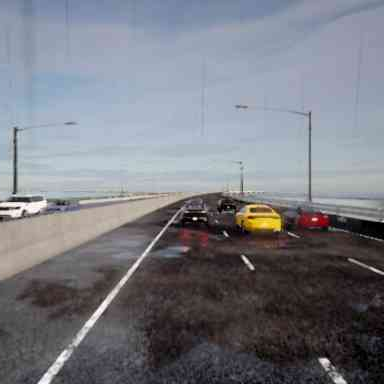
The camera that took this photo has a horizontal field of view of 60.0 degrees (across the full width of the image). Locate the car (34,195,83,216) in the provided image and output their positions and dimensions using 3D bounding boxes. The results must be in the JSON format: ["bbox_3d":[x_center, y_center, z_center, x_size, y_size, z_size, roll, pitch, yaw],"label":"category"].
[{"bbox_3d":[-10.374,1.355,26.756,2.097,1.767,4.553,0,0,1],"label":"car"}]

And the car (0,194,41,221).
[{"bbox_3d":[-13.865,1.213,27.281,2.150,2.045,5.566,0,0,1],"label":"car"}]

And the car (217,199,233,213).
[{"bbox_3d":[3.867,1.482,37.790,1.882,1.535,5.008,0,0,1],"label":"car"}]

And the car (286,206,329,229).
[{"bbox_3d":[7.191,1.570,21.472,1.994,1.385,4.181,0,0,0],"label":"car"}]

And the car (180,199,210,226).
[{"bbox_3d":[0.209,1.496,23.657,2.128,1.511,4.902,0,0,0],"label":"car"}]

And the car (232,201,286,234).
[{"bbox_3d":[3.673,1.483,19.181,1.882,1.535,5.008,0,0,0],"label":"car"}]
